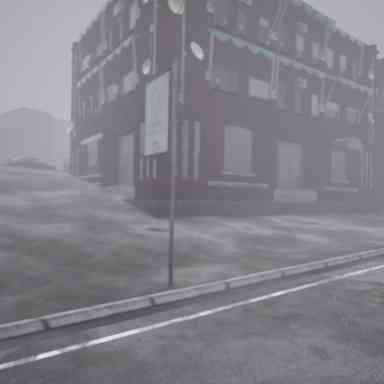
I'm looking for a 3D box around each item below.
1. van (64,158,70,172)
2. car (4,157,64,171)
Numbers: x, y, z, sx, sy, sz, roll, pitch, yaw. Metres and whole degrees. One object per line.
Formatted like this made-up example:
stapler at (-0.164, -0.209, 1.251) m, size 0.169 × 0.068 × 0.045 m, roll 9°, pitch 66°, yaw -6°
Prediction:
van at (-11.362, -2.505, 35.571) m, size 1.878 × 1.987 × 4.442 m, roll 0°, pitch -2°, yaw 39°
car at (-14.949, -2.484, 31.169) m, size 2.002 × 1.452 × 4.674 m, roll 0°, pitch -2°, yaw 40°
